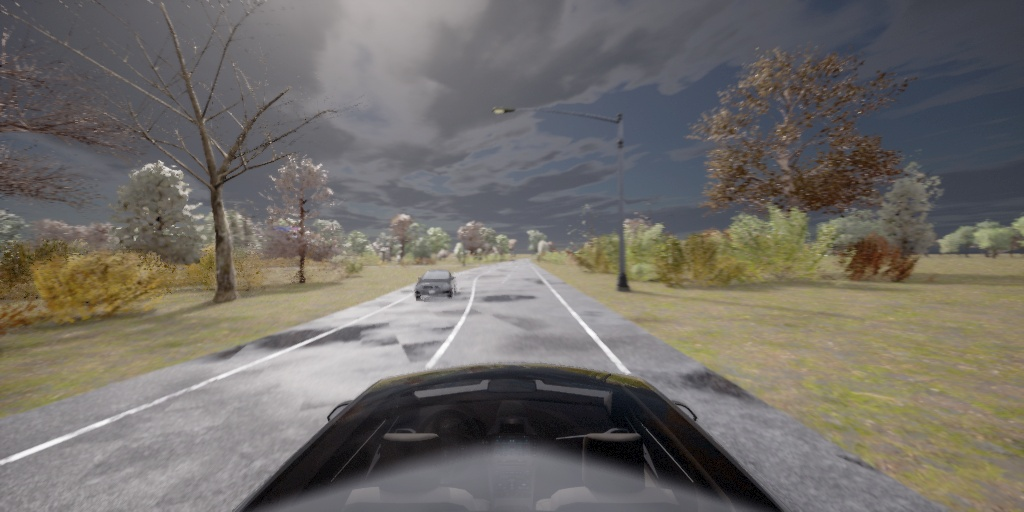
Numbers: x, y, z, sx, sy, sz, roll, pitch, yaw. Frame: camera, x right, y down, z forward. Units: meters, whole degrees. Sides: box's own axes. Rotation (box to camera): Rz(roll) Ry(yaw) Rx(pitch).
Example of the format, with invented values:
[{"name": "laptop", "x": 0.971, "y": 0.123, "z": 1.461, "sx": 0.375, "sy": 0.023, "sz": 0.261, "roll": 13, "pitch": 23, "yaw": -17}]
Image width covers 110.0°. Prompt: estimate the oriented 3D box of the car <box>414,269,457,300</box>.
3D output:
[{"name": "car", "x": -3.987, "y": 1.445, "z": 19.355, "sx": 1.812, "sy": 1.442, "sz": 4.674, "roll": -1, "pitch": 0, "yaw": -4}]
